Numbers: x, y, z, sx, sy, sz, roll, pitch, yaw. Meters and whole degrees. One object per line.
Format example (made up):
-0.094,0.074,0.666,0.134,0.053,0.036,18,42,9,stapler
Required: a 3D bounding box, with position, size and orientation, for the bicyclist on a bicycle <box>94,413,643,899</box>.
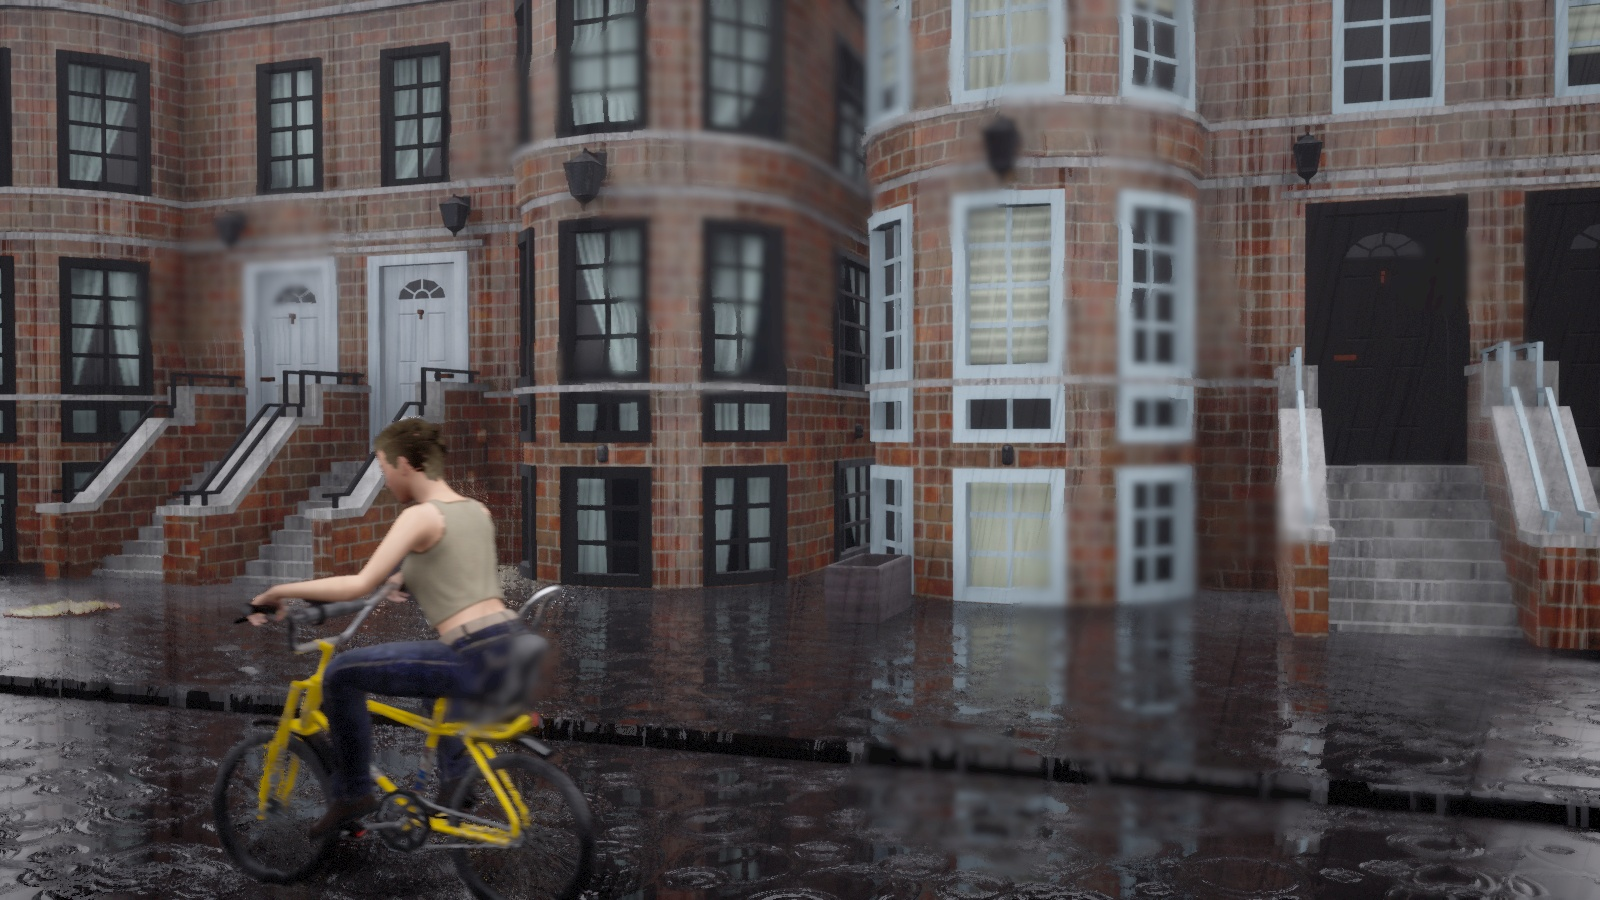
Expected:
-1.398,0.691,4.184,1.509,1.612,0.866,0,1,18,bicyclist on a bicycle
